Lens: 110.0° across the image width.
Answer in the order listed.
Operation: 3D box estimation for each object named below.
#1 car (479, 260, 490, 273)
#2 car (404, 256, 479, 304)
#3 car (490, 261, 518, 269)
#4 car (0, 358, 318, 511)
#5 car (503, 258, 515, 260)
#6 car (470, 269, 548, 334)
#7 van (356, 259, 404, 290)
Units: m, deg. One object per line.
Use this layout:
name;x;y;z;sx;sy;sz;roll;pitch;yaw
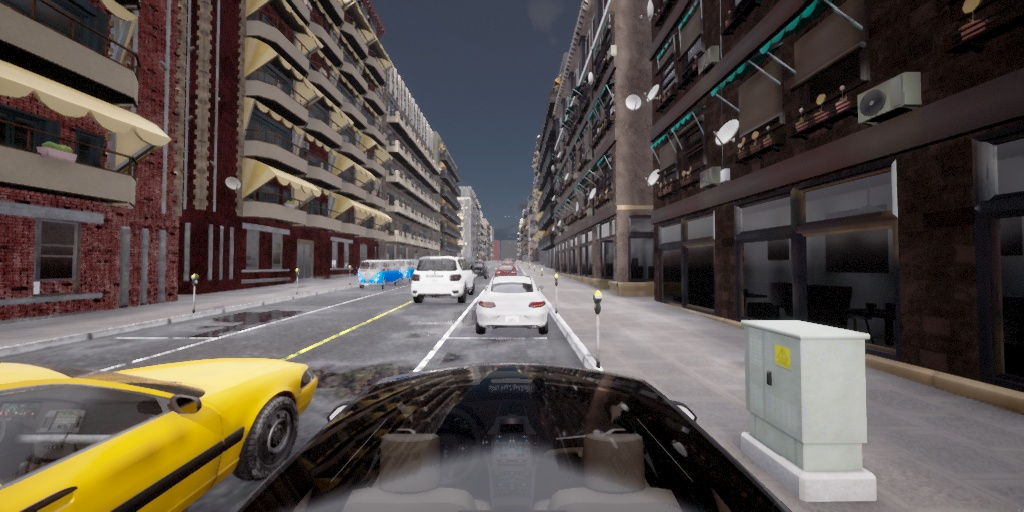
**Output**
car;-3.020;1.300;31.641;1.837;1.490;4.892;0;0;0
car;-3.020;1.019;16.668;2.150;2.045;5.566;0;0;0
car;-0.452;1.321;28.073;1.888;1.381;4.507;0;0;0
car;-3.020;1.206;1.694;1.801;1.575;5.366;0;0;0
car;-0.445;1.239;39.134;1.967;1.591;4.097;0;0;0
car;0.003;1.280;10.503;1.812;1.442;4.674;0;0;0
van;-8.335;1.107;22.603;1.690;1.789;3.998;0;0;0
